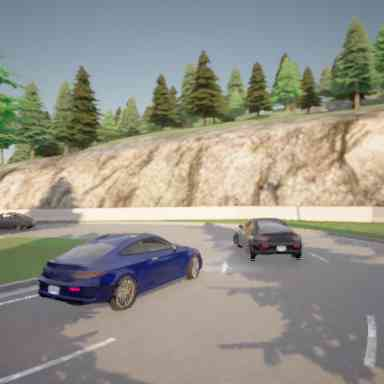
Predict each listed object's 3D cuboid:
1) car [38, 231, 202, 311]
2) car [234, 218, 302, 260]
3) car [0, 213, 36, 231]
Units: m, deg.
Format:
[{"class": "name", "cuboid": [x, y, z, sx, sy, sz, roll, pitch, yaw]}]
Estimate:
[{"class": "car", "cuboid": [-1.473, 1.716, 8.314, 1.812, 1.442, 4.674, -1, -1, 30]}, {"class": "car", "cuboid": [2.916, 1.743, 13.297, 1.812, 1.442, 4.674, 0, -1, -1]}, {"class": "car", "cuboid": [-14.169, 2.273, 25.185, 4.181, 1.385, 1.994, -1, -1, -13]}]
